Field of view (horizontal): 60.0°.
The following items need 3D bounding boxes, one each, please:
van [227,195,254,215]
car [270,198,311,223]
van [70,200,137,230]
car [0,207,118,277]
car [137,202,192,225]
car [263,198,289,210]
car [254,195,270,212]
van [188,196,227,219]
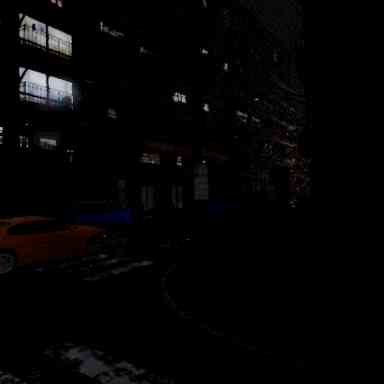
[{"bbox_3d":[4.315,1.306,33.301,1.690,1.788,3.998,-1,0,35],"label":"van"},{"bbox_3d":[7.623,1.385,24.297,1.752,1.417,4.829,-1,0,35],"label":"car"},{"bbox_3d":[-5.408,1.398,19.452,1.690,1.788,3.998,-1,0,35],"label":"van"},{"bbox_3d":[-5.037,1.515,10.724,1.882,1.535,5.008,-1,0,35],"label":"car"},{"bbox_3d":[-2.164,1.607,24.068,1.802,1.307,4.206,-1,0,35],"label":"car"},{"bbox_3d":[10.800,1.487,42.534,1.802,1.307,4.206,-1,0,35],"label":"car"},{"bbox_3d":[7.555,1.250,37.918,2.192,1.841,5.009,-1,0,35],"label":"car"},{"bbox_3d":[1.074,1.336,28.685,1.690,1.788,3.998,-1,0,35],"label":"van"}]
